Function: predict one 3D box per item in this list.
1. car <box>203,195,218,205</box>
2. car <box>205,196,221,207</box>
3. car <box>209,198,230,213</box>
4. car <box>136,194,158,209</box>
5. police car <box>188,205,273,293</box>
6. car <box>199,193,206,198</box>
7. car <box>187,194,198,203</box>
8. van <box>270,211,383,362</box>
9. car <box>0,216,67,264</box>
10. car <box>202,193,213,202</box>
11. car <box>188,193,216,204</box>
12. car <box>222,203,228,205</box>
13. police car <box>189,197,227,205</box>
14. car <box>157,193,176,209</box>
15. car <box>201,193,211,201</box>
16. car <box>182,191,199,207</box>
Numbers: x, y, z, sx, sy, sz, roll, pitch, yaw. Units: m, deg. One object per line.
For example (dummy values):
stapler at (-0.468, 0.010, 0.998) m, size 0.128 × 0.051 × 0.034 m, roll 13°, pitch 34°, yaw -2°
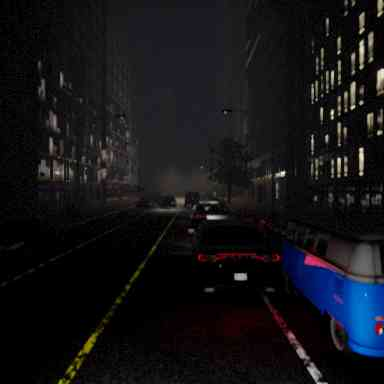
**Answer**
car at (2.814, 1.203, 51.233) m, size 2.008 × 1.369 × 4.403 m, roll 0°, pitch 0°, yaw 0°
car at (2.801, 1.246, 45.541) m, size 2.008 × 1.369 × 4.403 m, roll 0°, pitch 0°, yaw 0°
car at (2.773, 1.357, 34.156) m, size 1.802 × 1.307 × 4.206 m, roll 0°, pitch 0°, yaw 0°
car at (-5.594, 1.287, 39.872) m, size 2.008 × 1.369 × 4.403 m, roll 0°, pitch 0°, yaw 0°
police car at (0.921, 1.367, 8.827) m, size 1.930 × 1.638 × 5.238 m, roll 0°, pitch 0°, yaw 0°
car at (2.911, 0.868, 91.079) m, size 1.887 × 1.381 × 4.507 m, roll 0°, pitch 1°, yaw 0°
car at (0.143, 1.092, 59.480) m, size 1.837 × 1.490 × 4.892 m, roll 0°, pitch 0°, yaw 0°
van at (2.704, 1.303, 5.694) m, size 1.690 × 1.788 × 3.998 m, roll 0°, pitch 0°, yaw 0°
car at (-5.663, 1.507, 11.410) m, size 1.802 × 1.307 × 4.206 m, roll 0°, pitch 0°, yaw 0°
car at (2.842, 1.001, 62.617) m, size 1.967 × 1.590 × 4.097 m, roll 0°, pitch 0°, yaw 0°
car at (0.959, 1.189, 24.687) m, size 2.097 × 1.767 × 4.553 m, roll 0°, pitch 0°, yaw 0°
car at (2.732, 1.469, 17.079) m, size 1.802 × 1.307 × 4.206 m, roll 0°, pitch 0°, yaw 0°
police car at (0.946, 1.301, 18.827) m, size 1.930 × 1.638 × 5.238 m, roll 0°, pitch 0°, yaw 0°
car at (-2.999, 1.202, 41.500) m, size 1.882 × 1.535 × 5.008 m, roll 0°, pitch 0°, yaw 0°
car at (2.856, 0.955, 68.309) m, size 1.967 × 1.590 × 4.097 m, roll 0°, pitch 0°, yaw 0°
car at (0.112, 0.922, 44.926) m, size 2.150 × 2.045 × 5.566 m, roll 0°, pitch 0°, yaw 0°
